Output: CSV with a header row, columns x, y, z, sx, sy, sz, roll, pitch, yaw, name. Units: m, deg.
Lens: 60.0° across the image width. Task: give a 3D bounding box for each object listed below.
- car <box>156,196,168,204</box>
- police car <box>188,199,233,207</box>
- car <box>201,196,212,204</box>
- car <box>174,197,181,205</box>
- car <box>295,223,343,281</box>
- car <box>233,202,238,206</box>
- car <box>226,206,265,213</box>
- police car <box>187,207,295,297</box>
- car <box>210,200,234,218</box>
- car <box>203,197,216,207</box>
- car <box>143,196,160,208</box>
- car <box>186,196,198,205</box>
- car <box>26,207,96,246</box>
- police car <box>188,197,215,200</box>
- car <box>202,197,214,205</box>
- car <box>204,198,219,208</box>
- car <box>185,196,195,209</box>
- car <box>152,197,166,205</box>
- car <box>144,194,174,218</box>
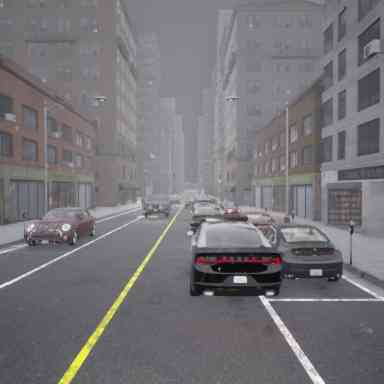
x,y,z,sx,sy,sz,roll,pitch,yaw,name
-5.789,1.567,64.600,1.887,1.381,4.507,-1,0,0,car
0.890,1.425,18.762,1.930,1.638,5.238,0,0,0,police car
2.736,1.567,64.602,1.887,1.381,4.507,-1,0,0,car
-3.015,1.619,59.377,1.895,1.301,4.718,0,0,0,car
2.748,1.549,9.550,2.008,1.369,4.403,-1,0,0,car
2.743,1.441,26.066,1.967,1.590,4.097,-1,0,0,car
2.747,1.544,15.055,1.887,1.381,4.507,-1,0,0,car
0.896,1.424,8.761,1.930,1.638,5.238,0,0,0,police car
2.743,1.548,31.571,1.887,1.381,4.507,-1,0,0,car
2.738,1.559,53.591,1.887,1.381,4.507,-1,0,0,car
-5.787,1.451,48.084,1.967,1.590,4.097,-1,0,0,car
-0.015,1.510,58.960,2.128,1.511,4.902,0,0,0,car
-5.780,1.439,15.053,1.967,1.590,4.097,-1,0,0,car
0.892,1.426,24.762,1.930,1.638,5.238,0,0,0,police car
2.737,1.563,59.096,1.887,1.381,4.507,-1,0,0,car
2.740,1.577,48.086,1.947,1.339,4.313,-1,0,0,car
-0.001,1.535,45.195,1.812,1.442,4.674,0,0,0,car
-5.788,1.569,59.095,2.008,1.369,4.403,-1,0,0,car
-3.111,1.224,31.011,2.150,2.045,5.566,0,0,0,car
